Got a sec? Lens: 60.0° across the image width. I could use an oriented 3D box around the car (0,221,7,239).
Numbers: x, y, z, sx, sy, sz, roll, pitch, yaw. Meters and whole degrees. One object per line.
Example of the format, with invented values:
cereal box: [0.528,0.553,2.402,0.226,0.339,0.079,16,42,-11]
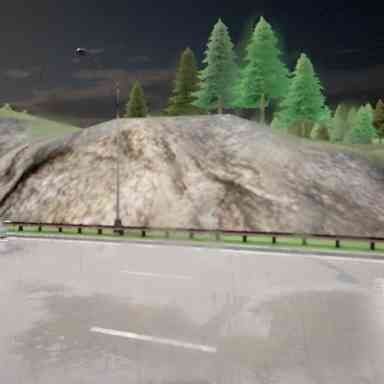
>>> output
car: [-9.772,1.453,13.443,4.674,1.442,1.812,0,0,16]
